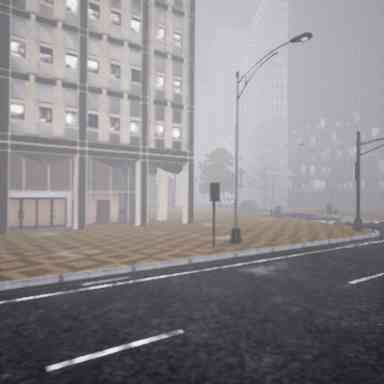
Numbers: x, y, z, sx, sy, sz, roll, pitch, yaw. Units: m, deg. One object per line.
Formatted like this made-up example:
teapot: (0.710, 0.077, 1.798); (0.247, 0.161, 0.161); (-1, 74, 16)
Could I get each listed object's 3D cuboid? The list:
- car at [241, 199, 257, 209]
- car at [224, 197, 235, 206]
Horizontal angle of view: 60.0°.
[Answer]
car: (10.792, 2.206, 63.560); (2.097, 1.767, 4.553); (1, -1, -7)
car: (9.000, 2.148, 76.568); (2.150, 2.045, 5.566); (1, -1, -8)
